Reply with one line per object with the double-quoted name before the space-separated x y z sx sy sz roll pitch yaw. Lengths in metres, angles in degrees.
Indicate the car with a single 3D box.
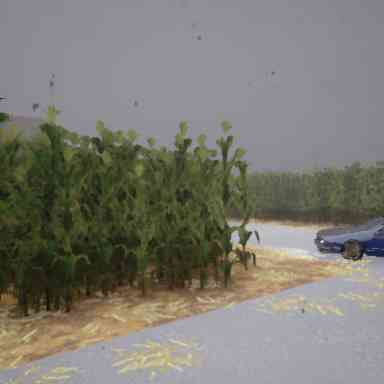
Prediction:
"car" 6.885 1.470 10.831 5.357 1.411 2.033 -1 1 16
